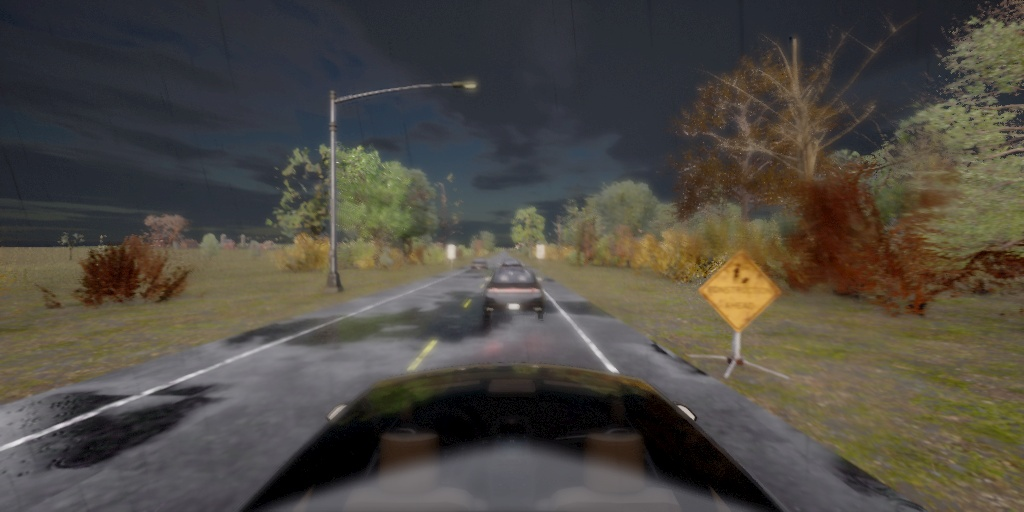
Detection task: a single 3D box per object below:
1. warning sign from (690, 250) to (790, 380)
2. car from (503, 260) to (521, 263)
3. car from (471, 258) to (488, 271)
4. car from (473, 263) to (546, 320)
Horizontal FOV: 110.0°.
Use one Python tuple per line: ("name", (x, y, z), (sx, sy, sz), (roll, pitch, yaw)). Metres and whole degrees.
("warning sign", (3.546, 0.833, 5.694), (1.300, 1.860, 1.060), (0, 0, 0))
("car", (-0.002, 1.033, 28.068), (2.128, 1.511, 4.902), (0, 0, 0))
("car", (-3.789, 0.973, 43.094), (2.033, 1.411, 5.357), (0, 0, 0))
("car", (0.063, 1.158, 12.222), (2.128, 1.511, 4.902), (0, 0, 0))
